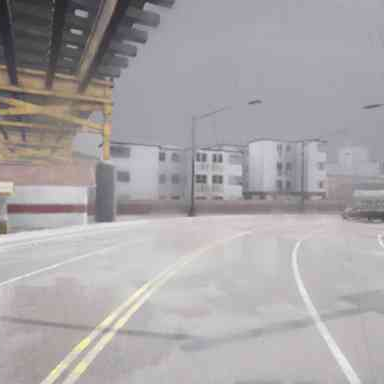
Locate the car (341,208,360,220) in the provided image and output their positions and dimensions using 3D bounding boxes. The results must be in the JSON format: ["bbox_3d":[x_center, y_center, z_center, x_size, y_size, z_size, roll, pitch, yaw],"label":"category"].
[{"bbox_3d":[19.906,2.594,39.747,4.674,1.442,1.812,2,-1,-30],"label":"car"}]

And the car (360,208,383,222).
[{"bbox_3d":[20.903,2.511,35.901,4.902,1.511,2.128,2,-2,-31],"label":"car"}]
